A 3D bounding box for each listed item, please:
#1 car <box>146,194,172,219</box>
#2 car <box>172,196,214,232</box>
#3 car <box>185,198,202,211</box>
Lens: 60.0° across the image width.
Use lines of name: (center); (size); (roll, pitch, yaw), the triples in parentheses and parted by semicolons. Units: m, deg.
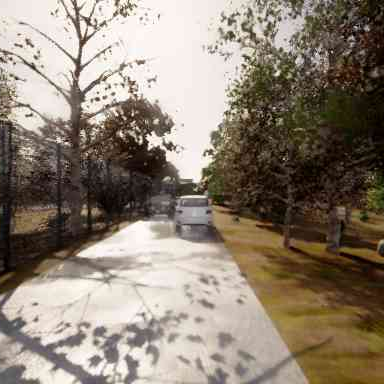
car: (-2.766, 1.247, 29.960); (2.150, 2.045, 5.566); (0, 0, 1)
car: (0.133, 1.239, 20.525); (2.150, 2.045, 5.566); (0, 0, 0)
car: (0.228, 1.587, 42.535); (2.033, 1.411, 5.357); (0, 0, 0)
